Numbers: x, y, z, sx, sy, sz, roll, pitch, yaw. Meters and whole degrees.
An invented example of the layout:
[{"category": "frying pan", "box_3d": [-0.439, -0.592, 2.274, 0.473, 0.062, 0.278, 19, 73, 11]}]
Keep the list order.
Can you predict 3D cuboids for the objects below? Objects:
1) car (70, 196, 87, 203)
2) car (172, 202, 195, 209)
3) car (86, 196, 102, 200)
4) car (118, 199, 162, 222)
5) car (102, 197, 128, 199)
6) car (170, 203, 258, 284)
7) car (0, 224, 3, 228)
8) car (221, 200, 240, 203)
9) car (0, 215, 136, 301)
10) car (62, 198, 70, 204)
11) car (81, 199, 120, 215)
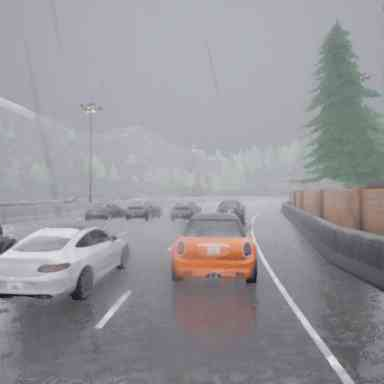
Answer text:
[{"category": "car", "box_3d": [-17.641, 1.410, 55.834, 2.097, 1.767, 4.553, 0, 0, 20]}, {"category": "car", "box_3d": [-0.361, 1.548, 26.634, 2.128, 1.511, 4.902, 0, 0, 12]}, {"category": "car", "box_3d": [-14.530, 1.666, 54.242, 1.895, 1.301, 4.718, 0, 0, 20]}, {"category": "car", "box_3d": [-3.841, 1.537, 27.057, 2.128, 1.511, 4.902, 0, 0, 12]}, {"category": "car", "box_3d": [-11.417, 1.564, 52.532, 2.128, 1.511, 4.902, 0, 0, 20]}, {"category": "car", "box_3d": [0.686, 1.379, 9.868, 2.097, 1.767, 4.553, 0, 0, 5]}, {"category": "car", "box_3d": [-6.438, 1.560, 8.775, 1.994, 1.385, 4.181, 0, 0, 5]}, {"category": "car", "box_3d": [3.085, 1.419, 25.986, 2.097, 1.767, 4.553, 0, 0, 12]}, {"category": "car", "box_3d": [-2.975, 1.533, 8.276, 1.812, 1.442, 4.674, 0, 0, 5]}, {"category": "car", "box_3d": [-20.502, 1.531, 58.205, 1.882, 1.535, 5.008, 0, 0, 20]}, {"category": "car", "box_3d": [-7.216, 1.599, 28.013, 1.994, 1.385, 4.181, 0, 0, 12]}]
